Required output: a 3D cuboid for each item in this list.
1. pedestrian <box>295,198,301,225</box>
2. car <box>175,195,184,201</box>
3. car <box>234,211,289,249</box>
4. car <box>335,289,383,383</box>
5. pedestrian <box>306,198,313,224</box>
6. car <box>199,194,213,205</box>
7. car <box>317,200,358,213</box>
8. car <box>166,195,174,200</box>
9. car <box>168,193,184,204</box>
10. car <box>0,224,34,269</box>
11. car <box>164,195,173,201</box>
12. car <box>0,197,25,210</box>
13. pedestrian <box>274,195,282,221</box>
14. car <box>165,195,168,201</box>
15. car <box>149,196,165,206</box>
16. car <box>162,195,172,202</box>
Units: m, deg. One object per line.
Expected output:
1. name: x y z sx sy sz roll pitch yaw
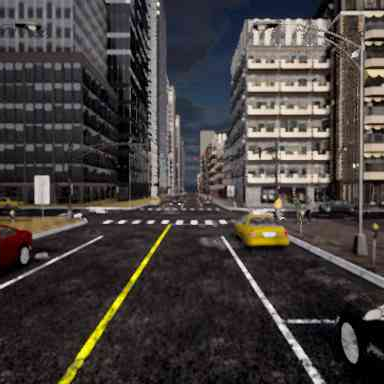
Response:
1. pedestrian: 7.143 1.273 22.532 0.375 1.860 0.375 -1 1 0
2. car: -2.970 1.395 78.473 1.812 1.442 4.674 0 0 0
3. car: 2.812 1.502 14.380 1.752 1.417 4.829 -1 0 0
4. car: 2.808 1.546 2.921 2.008 1.369 4.403 -1 0 0
5. pedestrian: 8.143 1.302 23.132 0.375 1.860 0.375 -1 1 0
6. car: 2.699 1.463 57.819 2.008 1.369 4.403 -1 0 0
7. car: 16.328 1.574 37.338 4.403 1.369 2.008 0 1 1
8. car: -5.670 1.417 86.095 1.887 1.381 4.507 -1 0 0
9. car: -3.005 1.410 62.474 1.837 1.490 4.892 0 0 1
10. car: -5.829 1.531 8.626 1.887 1.381 4.507 -1 0 0
11. car: -5.671 1.462 80.440 1.802 1.307 4.206 -1 0 0
12. car: -21.647 1.225 37.850 4.829 1.417 1.752 0 1 1
13. pedestrian: 6.144 1.115 23.730 0.375 1.860 0.375 -1 1 0
14. car: -5.681 1.478 57.822 1.947 1.339 4.313 -1 0 0
15. car: -5.683 1.446 51.998 1.752 1.417 4.829 -1 0 0
16. car: -5.674 1.433 74.786 1.887 1.381 4.507 -1 0 0
